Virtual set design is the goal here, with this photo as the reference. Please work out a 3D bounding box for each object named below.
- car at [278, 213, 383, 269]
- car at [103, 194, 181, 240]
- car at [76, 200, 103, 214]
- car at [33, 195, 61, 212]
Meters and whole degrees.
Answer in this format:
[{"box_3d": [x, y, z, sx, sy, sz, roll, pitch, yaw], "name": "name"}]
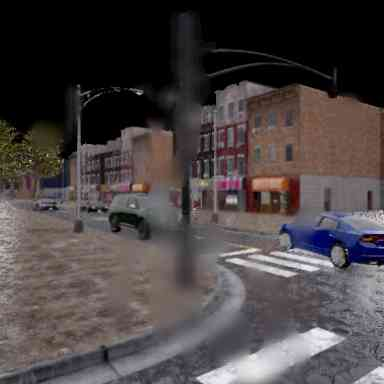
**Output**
[{"box_3d": [4.784, 1.432, 11.198, 1.882, 1.535, 5.008, 2, 0, -14], "name": "car"}, {"box_3d": [-2.401, 1.142, 17.081, 2.150, 2.045, 5.566, 0, 1, -36], "name": "car"}, {"box_3d": [-9.886, 1.461, 32.823, 1.895, 1.301, 4.718, 0, 0, -35], "name": "car"}, {"box_3d": [-16.046, 1.389, 36.466, 2.033, 1.411, 5.357, 0, 0, -35], "name": "car"}]
